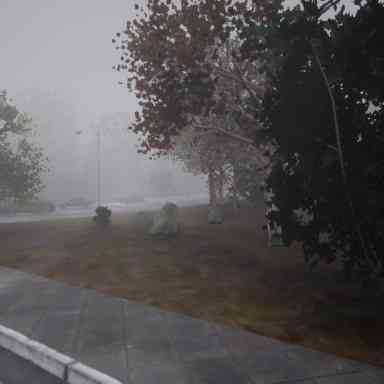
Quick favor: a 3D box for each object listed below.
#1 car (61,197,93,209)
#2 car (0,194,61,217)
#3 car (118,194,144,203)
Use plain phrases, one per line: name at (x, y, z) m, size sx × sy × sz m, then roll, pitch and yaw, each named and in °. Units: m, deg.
car at (-15.683, 1.343, 43.583) m, size 2.033 × 1.411 × 5.357 m, roll 0°, pitch 2°, yaw 39°
car at (-15.941, 1.218, 31.718) m, size 2.150 × 2.045 × 5.566 m, roll 0°, pitch 1°, yaw 38°
car at (-9.382, 0.964, 51.379) m, size 1.994 × 1.385 × 4.181 m, roll 0°, pitch 3°, yaw 39°
